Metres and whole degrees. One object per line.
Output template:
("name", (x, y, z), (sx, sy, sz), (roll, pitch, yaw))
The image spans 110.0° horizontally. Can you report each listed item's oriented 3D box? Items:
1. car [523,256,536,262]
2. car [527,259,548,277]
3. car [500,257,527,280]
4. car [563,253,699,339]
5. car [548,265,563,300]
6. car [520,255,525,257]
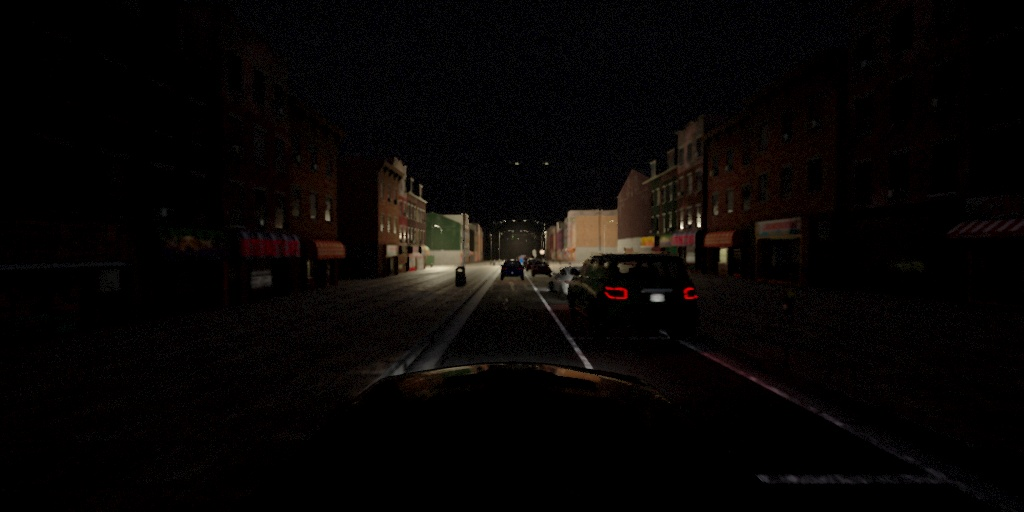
("car", (2.624, 1.017, 43.629), (1.967, 1.591, 4.097), (0, 0, 0))
("car", (2.628, 1.196, 32.825), (1.802, 1.307, 4.207), (0, 0, 0))
("car", (0.031, 1.104, 29.545), (1.882, 1.535, 5.008), (0, 0, 0))
("car", (2.979, 0.938, 10.027), (2.150, 2.045, 5.566), (0, 0, 0))
("car", (3.002, 1.204, 17.038), (1.812, 1.442, 4.674), (0, 0, -1))
("car", (2.621, 0.859, 54.433), (2.192, 1.841, 5.009), (0, 0, 0))
